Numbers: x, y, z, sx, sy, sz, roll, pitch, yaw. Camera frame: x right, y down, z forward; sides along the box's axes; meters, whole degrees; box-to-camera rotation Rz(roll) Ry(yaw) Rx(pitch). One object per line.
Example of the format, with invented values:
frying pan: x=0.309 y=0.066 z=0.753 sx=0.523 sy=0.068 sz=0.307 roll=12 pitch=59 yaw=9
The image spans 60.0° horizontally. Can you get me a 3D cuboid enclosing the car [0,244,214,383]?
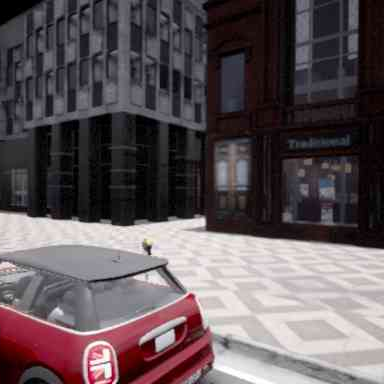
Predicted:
car: x=-1.833 y=1.406 z=4.267 sx=4.097 sy=1.590 sz=1.967 roll=1 pitch=1 yaw=35
